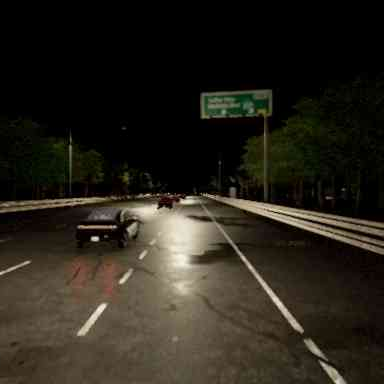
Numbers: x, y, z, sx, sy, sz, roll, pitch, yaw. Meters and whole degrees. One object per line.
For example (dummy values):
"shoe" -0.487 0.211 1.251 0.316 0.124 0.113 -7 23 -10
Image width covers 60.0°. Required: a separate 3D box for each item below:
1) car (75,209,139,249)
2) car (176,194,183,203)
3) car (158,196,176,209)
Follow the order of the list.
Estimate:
"car" -3.498 1.488 14.446 2.128 1.511 4.902 0 0 0
"car" -3.440 1.503 69.328 1.812 1.442 4.674 0 0 0
"car" -3.468 1.492 44.164 1.837 1.490 4.892 0 0 0
